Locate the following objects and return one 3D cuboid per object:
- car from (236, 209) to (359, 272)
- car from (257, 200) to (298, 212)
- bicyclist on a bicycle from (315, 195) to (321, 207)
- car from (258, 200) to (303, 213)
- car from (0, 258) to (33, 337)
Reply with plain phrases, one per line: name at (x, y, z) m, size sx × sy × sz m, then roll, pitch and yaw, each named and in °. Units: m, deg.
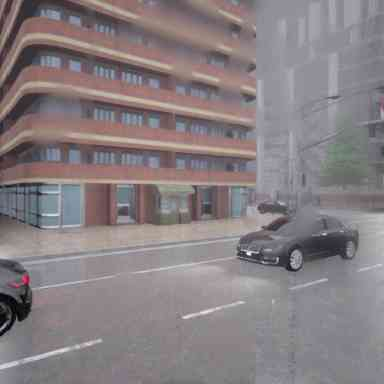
car at (3.587, 1.505, 10.912) m, size 4.892 × 1.490 × 1.837 m, roll 0°, pitch 0°, yaw -36°
car at (8.612, 1.526, 33.261) m, size 1.812 × 1.442 × 4.674 m, roll 0°, pitch 0°, yaw -36°
bicyclist on a bicycle at (17.779, 1.301, 46.912) m, size 1.656 × 1.620 × 0.582 m, roll 0°, pitch 0°, yaw -36°
car at (9.875, 1.601, 37.430) m, size 1.895 × 1.301 × 4.718 m, roll 0°, pitch 0°, yaw -36°
car at (-4.689, 1.564, 4.928) m, size 4.181 × 1.385 × 1.994 m, roll 0°, pitch 0°, yaw -36°
